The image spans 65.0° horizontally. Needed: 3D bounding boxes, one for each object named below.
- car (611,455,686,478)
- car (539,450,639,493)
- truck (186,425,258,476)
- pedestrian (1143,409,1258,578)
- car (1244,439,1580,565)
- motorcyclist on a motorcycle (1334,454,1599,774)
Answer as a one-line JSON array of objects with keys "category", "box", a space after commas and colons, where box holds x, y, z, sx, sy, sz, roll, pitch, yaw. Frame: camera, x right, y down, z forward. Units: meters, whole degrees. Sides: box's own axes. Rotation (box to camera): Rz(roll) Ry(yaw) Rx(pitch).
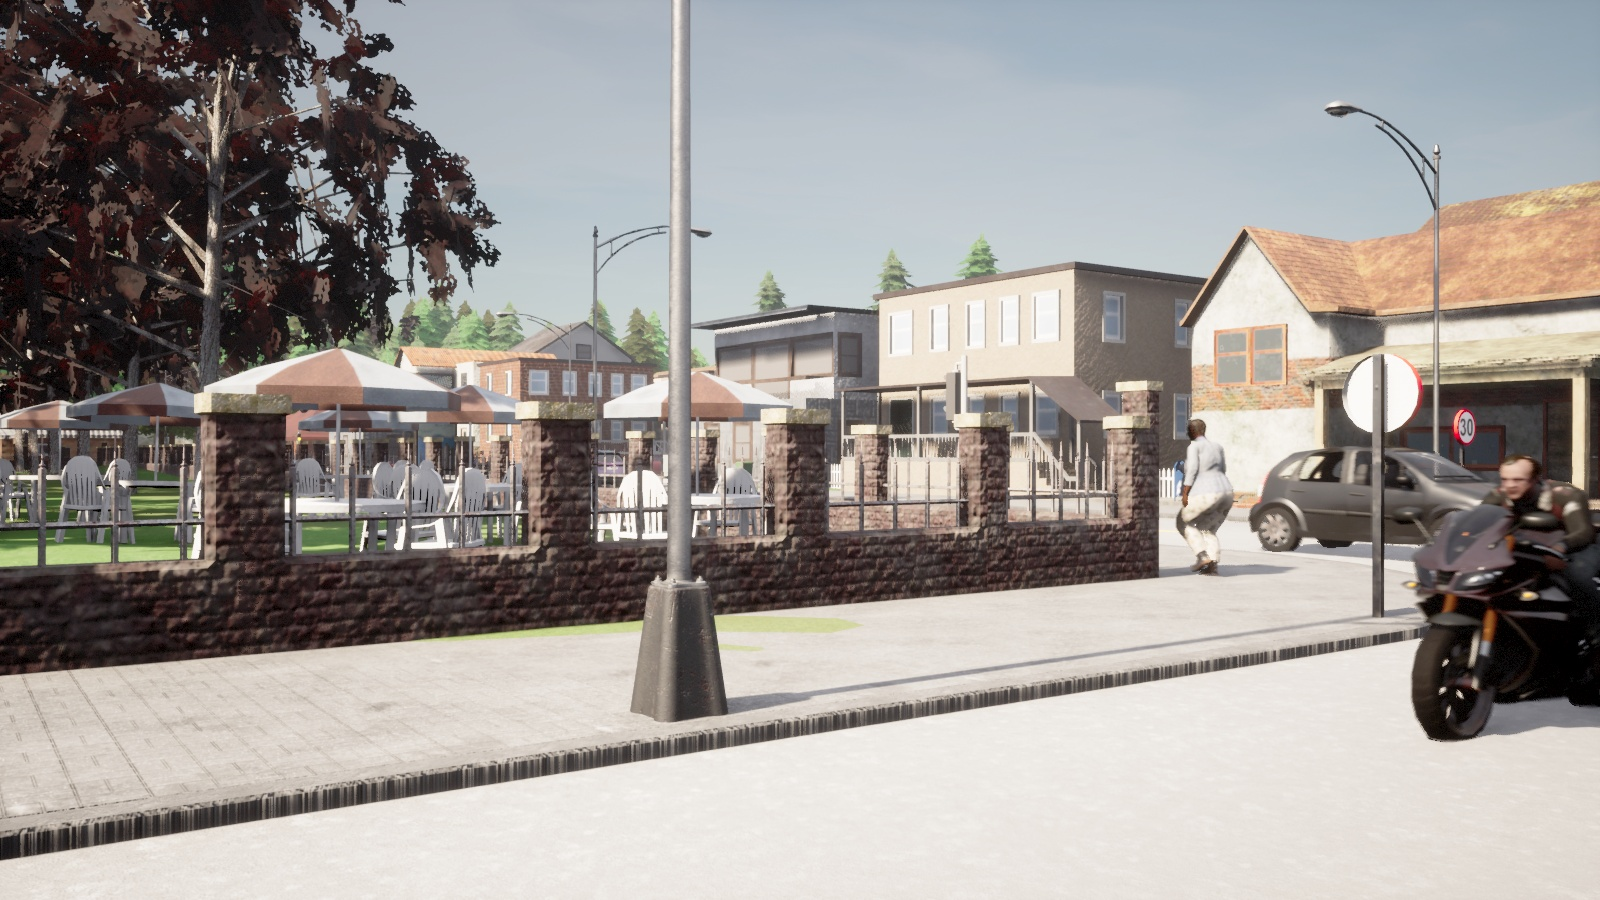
[{"category": "car", "box": [-9.361, 1.019, 77.862, 4.181, 1.385, 1.994, 0, 0, -35]}, {"category": "car", "box": [-8.432, 0.814, 49.772, 2.033, 1.649, 4.856, 0, 0, -35]}, {"category": "truck", "box": [-41.321, 0.070, 89.628, 2.891, 3.462, 7.936, 0, 0, -38]}, {"category": "pedestrian", "box": [4.577, 0.480, 14.374, 0.874, 1.855, 0.900, 0, 0, -30]}, {"category": "car", "box": [8.742, 0.669, 18.251, 1.851, 1.617, 3.988, 0, 0, -35]}, {"category": "motorcyclist on a motorcycle", "box": [4.016, 0.788, 6.992, 2.191, 1.530, 0.866, 0, 0, -34]}]
